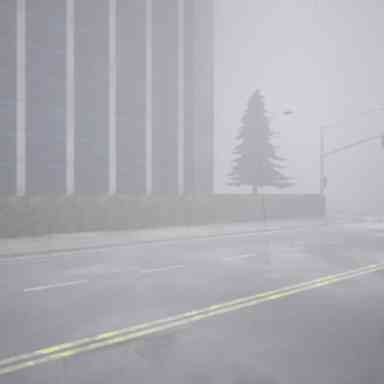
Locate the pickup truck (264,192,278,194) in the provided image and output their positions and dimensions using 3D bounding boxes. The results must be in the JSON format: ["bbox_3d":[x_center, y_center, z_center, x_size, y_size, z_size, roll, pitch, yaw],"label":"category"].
[{"bbox_3d":[17.789,1.068,74.307,2.390,2.098,6.274,0,0,-6],"label":"pickup truck"}]
